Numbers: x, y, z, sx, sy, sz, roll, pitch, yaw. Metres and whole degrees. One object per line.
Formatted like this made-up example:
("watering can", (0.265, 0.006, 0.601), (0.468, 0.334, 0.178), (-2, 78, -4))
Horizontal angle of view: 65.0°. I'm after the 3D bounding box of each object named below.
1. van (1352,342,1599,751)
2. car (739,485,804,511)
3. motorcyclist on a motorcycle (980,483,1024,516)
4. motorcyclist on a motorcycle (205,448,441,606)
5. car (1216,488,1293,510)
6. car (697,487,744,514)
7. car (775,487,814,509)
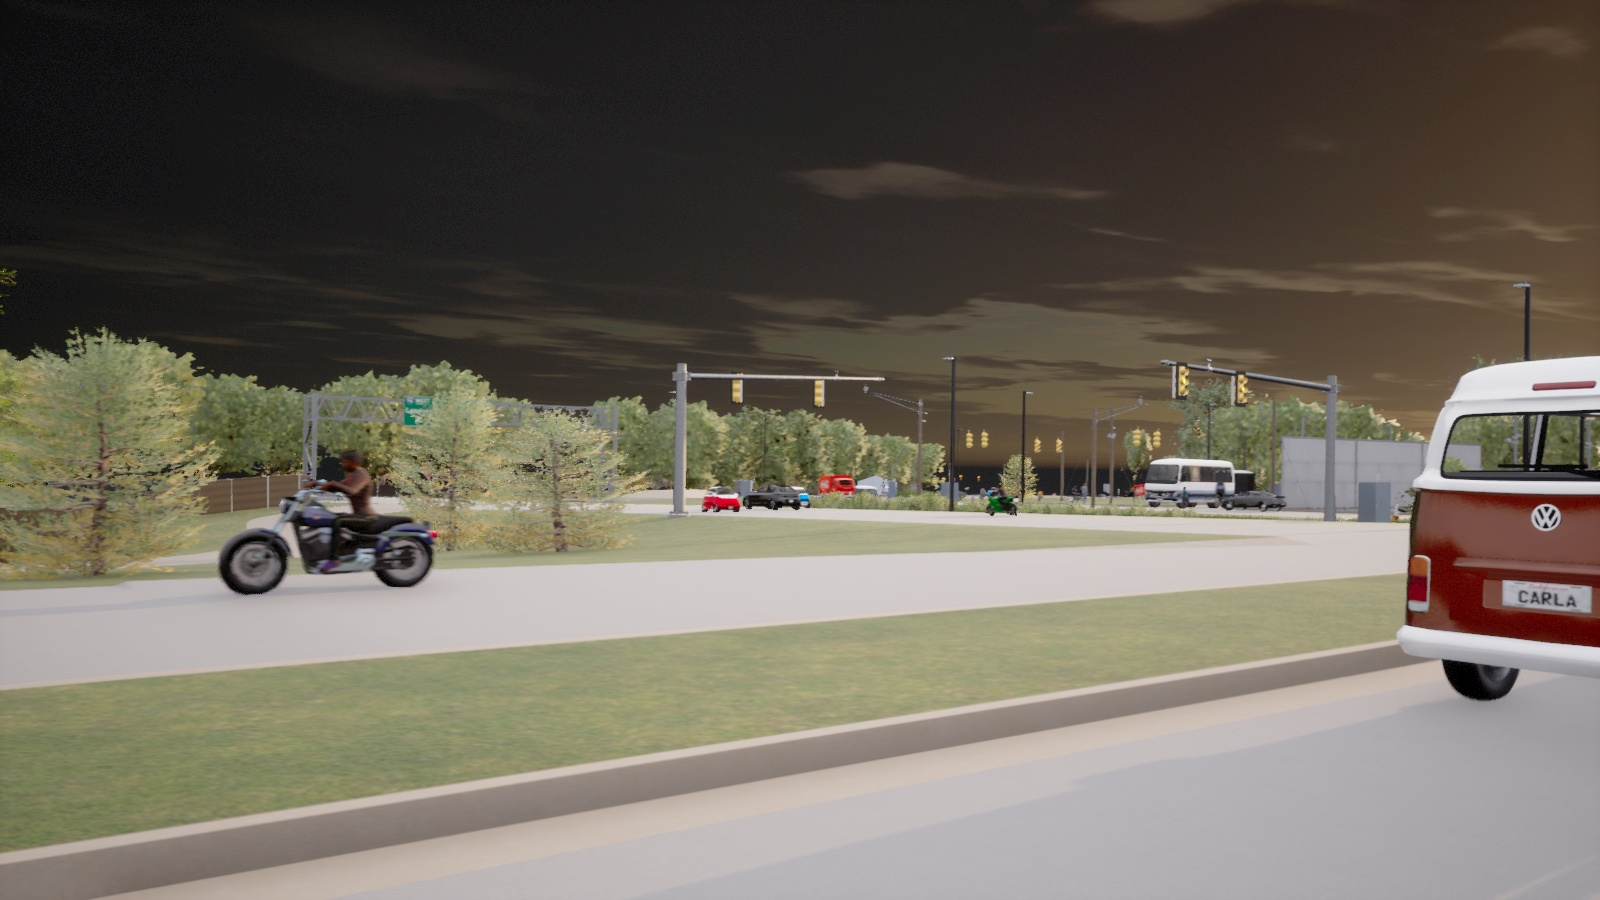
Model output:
("van", (5.650, 0.482, 7.788), (4.480, 2.038, 2.069), (0, -1, -36))
("car", (-1.703, 2.805, 73.964), (1.816, 1.474, 4.193), (1, -2, -35))
("motorcyclist on a motorcycle", (9.370, 2.296, 58.394), (0.797, 1.523, 2.044), (1, -2, -35))
("motorcyclist on a motorcycle", (-5.331, 0.818, 14.110), (2.350, 1.649, 0.766), (1, 0, -35))
("car", (32.951, 3.534, 91.165), (2.128, 1.511, 4.902), (1, -1, -35))
("car", (-4.137, 2.596, 65.308), (1.481, 1.376, 2.207), (1, -2, -35))
("car", (-0.351, 2.965, 78.100), (1.481, 1.376, 2.207), (1, -2, -35))
